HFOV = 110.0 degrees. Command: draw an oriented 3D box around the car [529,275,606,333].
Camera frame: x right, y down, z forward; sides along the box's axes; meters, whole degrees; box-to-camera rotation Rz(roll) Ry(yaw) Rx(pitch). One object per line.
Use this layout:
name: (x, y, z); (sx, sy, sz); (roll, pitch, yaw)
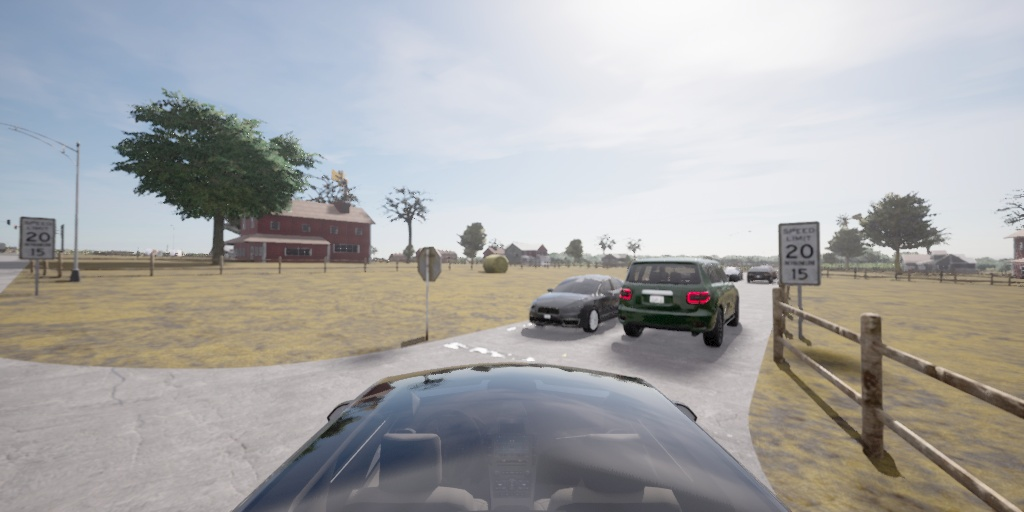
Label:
car: (2.437, 1.402, 11.574); (1.837, 1.490, 4.892); (-1, -1, 38)

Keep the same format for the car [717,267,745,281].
car: (24.228, 1.923, 39.488); (2.033, 1.411, 5.357); (-1, -1, 38)

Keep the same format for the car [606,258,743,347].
car: (4.840, 1.084, 10.029); (2.150, 2.045, 5.566); (-1, -1, 38)

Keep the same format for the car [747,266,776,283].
car: (23.880, 1.756, 34.465); (1.882, 1.535, 5.008); (-1, -1, 38)
